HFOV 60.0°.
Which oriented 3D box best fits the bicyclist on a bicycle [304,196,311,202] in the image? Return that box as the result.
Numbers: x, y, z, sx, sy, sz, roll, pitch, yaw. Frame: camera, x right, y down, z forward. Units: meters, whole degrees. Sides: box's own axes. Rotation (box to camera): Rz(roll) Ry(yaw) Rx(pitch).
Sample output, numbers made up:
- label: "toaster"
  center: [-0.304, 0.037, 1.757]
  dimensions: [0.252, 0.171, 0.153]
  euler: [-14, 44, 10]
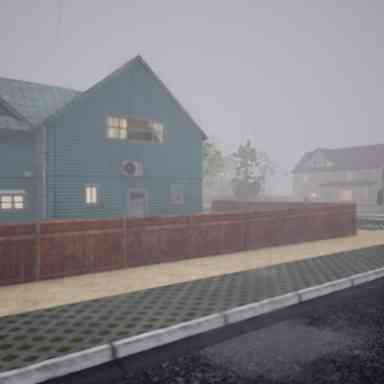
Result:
- label: "bicyclist on a bicycle"
  center: [11.179, 1.176, 32.292]
  dimensions: [1.656, 1.620, 0.582]
  euler: [-1, 1, -36]

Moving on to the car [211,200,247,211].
- label: "car"
  center: [3.728, 1.445, 32.631]
  dimensions: [1.994, 1.385, 4.181]
  euler: [0, 0, -36]
